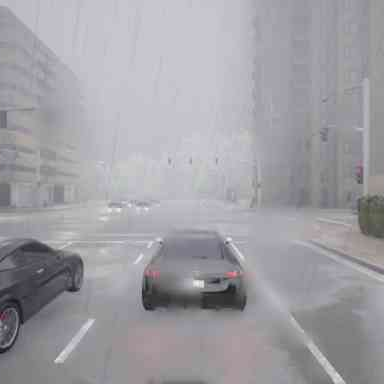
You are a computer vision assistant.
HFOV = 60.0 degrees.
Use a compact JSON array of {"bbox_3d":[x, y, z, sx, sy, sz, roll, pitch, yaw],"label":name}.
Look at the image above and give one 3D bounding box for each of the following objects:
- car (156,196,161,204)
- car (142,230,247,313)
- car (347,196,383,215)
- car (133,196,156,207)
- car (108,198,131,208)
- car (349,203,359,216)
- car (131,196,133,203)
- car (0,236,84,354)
[{"bbox_3d":[-7.147,1.487,64.899,1.837,1.490,4.892,0,0,0],"label":"car"},{"bbox_3d":[0.050,1.562,7.758,1.994,1.385,4.181,0,0,0],"label":"car"},{"bbox_3d":[18.496,1.342,33.758,4.553,1.767,2.097,0,0,0],"label":"car"},{"bbox_3d":[-7.168,1.533,50.757,2.033,1.411,5.357,0,0,0],"label":"car"},{"bbox_3d":[-10.674,1.534,48.227,2.033,1.411,5.357,0,0,0],"label":"car"},{"bbox_3d":[17.159,1.517,30.248,4.674,1.442,1.812,0,0,0],"label":"car"},{"bbox_3d":[-10.657,1.487,62.960,1.837,1.490,4.892,0,0,0],"label":"car"},{"bbox_3d":[-3.460,1.524,5.956,1.812,1.442,4.674,0,0,0],"label":"car"}]
